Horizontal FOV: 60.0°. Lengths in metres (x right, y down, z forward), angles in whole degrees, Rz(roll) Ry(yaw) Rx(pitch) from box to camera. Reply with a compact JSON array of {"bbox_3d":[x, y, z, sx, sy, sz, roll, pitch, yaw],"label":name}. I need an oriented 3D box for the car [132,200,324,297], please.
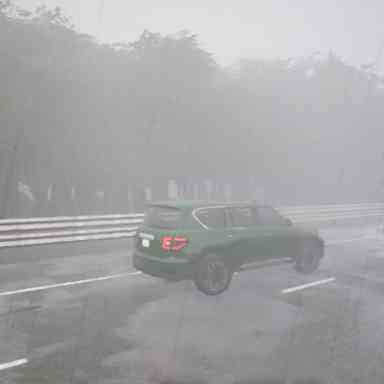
[{"bbox_3d":[1.163,1.224,8.883,5.566,2.045,2.150,0,0,-35],"label":"car"}]
